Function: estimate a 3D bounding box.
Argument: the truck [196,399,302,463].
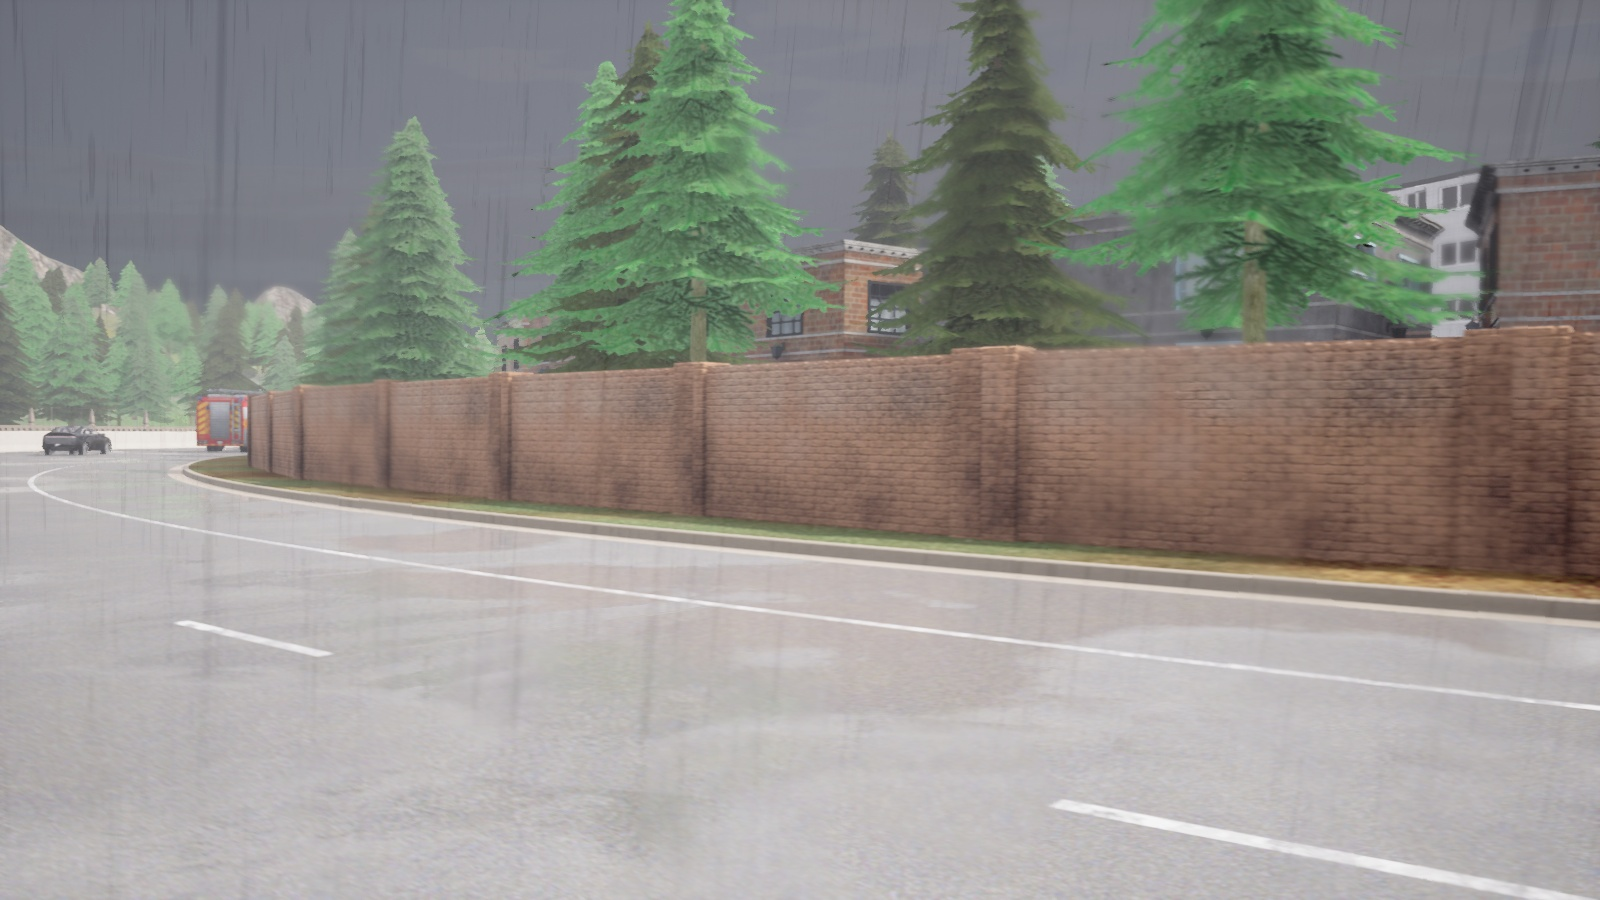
[{"bbox_3d":[-34.822,-1.184,79.747,2.891,3.827,8.468,-1,1,0],"label":"truck"}]

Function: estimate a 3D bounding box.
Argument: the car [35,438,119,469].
[{"bbox_3d":[-37.261,0.156,64.854,2.128,1.511,4.902,-1,1,-9],"label":"car"}]
